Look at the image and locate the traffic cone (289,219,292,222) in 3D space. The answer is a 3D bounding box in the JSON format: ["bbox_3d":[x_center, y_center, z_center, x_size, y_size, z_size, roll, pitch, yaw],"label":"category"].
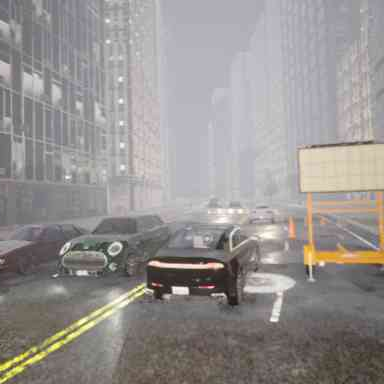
[{"bbox_3d":[5.512,1.946,18.453,0.340,0.580,0.340,-2,-1,16],"label":"traffic cone"}]

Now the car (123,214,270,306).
[{"bbox_3d":[0.537,1.556,8.293,2.128,1.511,4.902,-2,-1,18],"label":"car"}]

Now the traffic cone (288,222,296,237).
[{"bbox_3d":[4.958,1.946,16.532,0.340,0.580,0.340,-2,-1,16],"label":"traffic cone"}]

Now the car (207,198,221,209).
[{"bbox_3d":[3.532,1.746,52.584,2.097,1.767,4.553,-2,-1,7],"label":"car"}]

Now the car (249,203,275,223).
[{"bbox_3d":[5.480,1.591,25.991,1.812,1.442,4.674,-2,-1,14],"label":"car"}]

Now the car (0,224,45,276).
[{"bbox_3d":[-5.313,1.855,11.916,2.033,1.411,5.357,-2,-1,17],"label":"car"}]

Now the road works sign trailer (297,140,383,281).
[{"bbox_3d":[4.288,0.407,9.440,2.380,3.560,2.880,-2,-1,16],"label":"road works sign trailer"}]

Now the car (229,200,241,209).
[{"bbox_3d":[6.656,1.883,51.259,1.895,1.301,4.718,-2,-1,8],"label":"car"}]

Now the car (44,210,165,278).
[{"bbox_3d":[-2.254,1.542,10.938,2.097,1.767,4.553,-2,-1,17],"label":"car"}]
